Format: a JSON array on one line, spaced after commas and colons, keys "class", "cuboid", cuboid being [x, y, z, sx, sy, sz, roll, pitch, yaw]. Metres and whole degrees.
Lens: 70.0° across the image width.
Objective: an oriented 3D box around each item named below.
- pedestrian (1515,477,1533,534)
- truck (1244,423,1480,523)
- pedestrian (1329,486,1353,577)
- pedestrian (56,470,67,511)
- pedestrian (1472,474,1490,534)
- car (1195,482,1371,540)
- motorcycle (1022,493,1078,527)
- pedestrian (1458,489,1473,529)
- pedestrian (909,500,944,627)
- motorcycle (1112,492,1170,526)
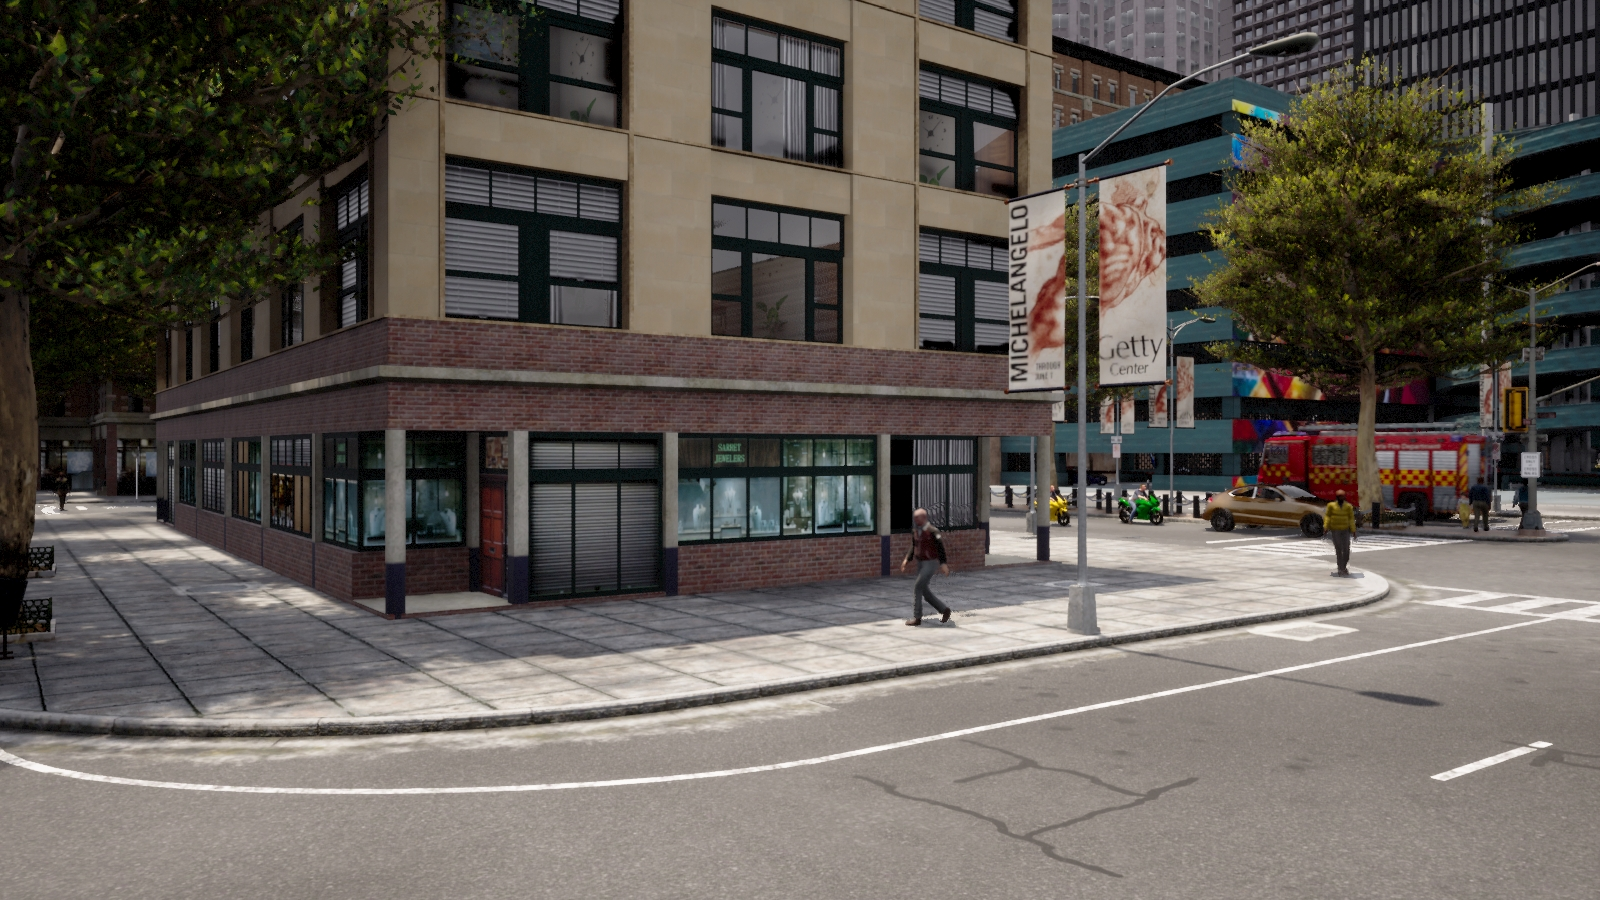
[{"class": "pedestrian", "cuboid": [23.886, 1.832, 37.696, 0.375, 1.860, 0.375, 0, 0, -30]}, {"class": "truck", "cuboid": [23.245, 0.872, 47.773, 2.891, 3.827, 8.468, 0, 0, -38]}, {"class": "pedestrian", "cuboid": [11.235, 1.689, 23.711, 0.375, 1.860, 0.375, 0, 0, 12]}, {"class": "pedestrian", "cuboid": [-33.552, 1.847, 51.919, 0.375, 1.860, 0.375, 0, 0, -37]}, {"class": "pedestrian", "cuboid": [21.478, 1.689, 36.048, 0.375, 1.860, 0.375, 0, 0, -38]}, {"class": "car", "cuboid": [16.022, 1.978, 38.132, 2.152, 1.651, 5.027, 0, 0, -36]}, {"class": "motorcycle", "cuboid": [9.194, 2.200, 42.117, 0.803, 1.145, 2.033, 0, 0, -33]}, {"class": "pedestrian", "cuboid": [22.114, 1.968, 37.973, 0.375, 1.300, 0.375, 0, 0, 43]}, {"class": "pedestrian", "cuboid": [1.895, 1.691, 17.183, 0.375, 1.860, 0.375, 0, 0, -28]}, {"class": "motorcycle", "cuboid": [12.745, 2.199, 42.767, 0.803, 1.145, 2.033, 0, 0, -35]}]
